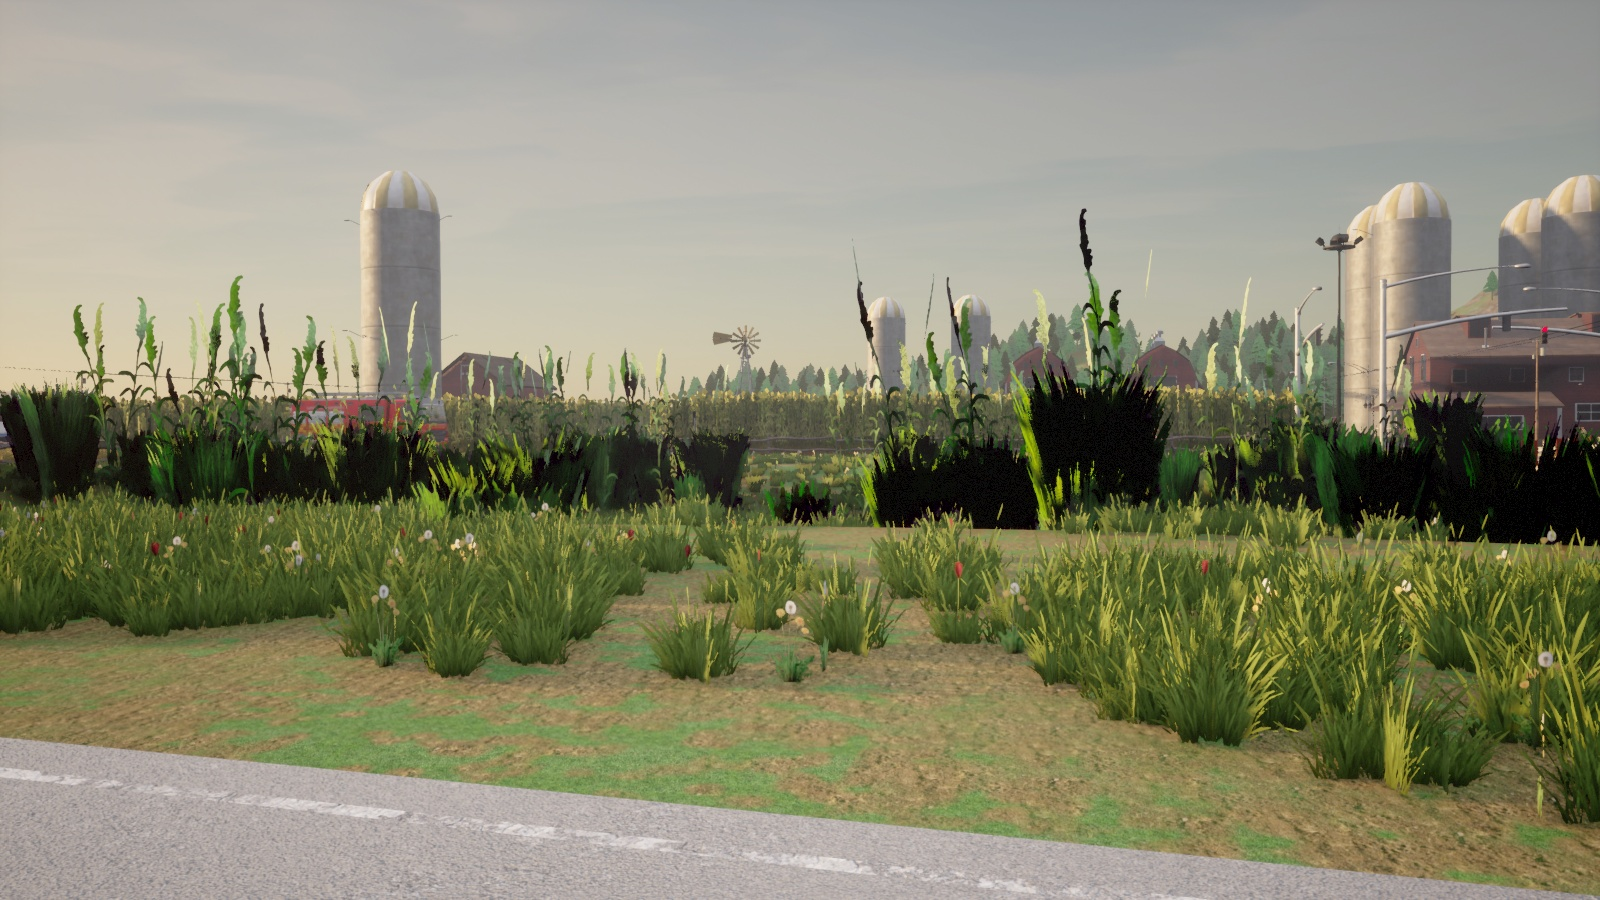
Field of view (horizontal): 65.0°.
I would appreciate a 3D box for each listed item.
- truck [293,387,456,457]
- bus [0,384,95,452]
[{"bbox_3d":[-24.176,-1.571,71.454,8.468,3.827,2.891,0,1,12],"label":"truck"},{"bbox_3d":[-51.168,-2.032,80.570,10.273,4.253,3.944,0,1,12],"label":"bus"}]
